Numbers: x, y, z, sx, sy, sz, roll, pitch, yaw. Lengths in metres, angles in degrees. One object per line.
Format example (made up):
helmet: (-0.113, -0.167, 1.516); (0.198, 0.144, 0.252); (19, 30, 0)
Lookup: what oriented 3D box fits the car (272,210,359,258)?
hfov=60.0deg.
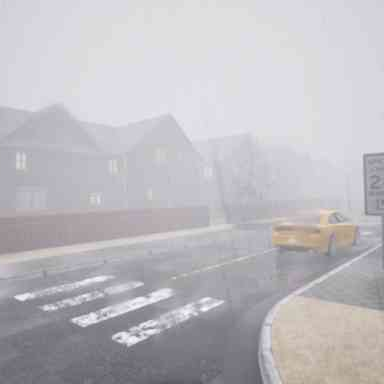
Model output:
car: (4.887, 1.428, 12.750); (1.882, 1.535, 5.008); (-2, -1, 41)
